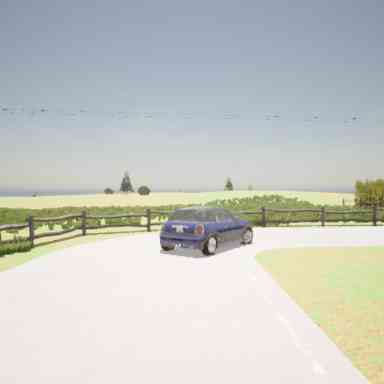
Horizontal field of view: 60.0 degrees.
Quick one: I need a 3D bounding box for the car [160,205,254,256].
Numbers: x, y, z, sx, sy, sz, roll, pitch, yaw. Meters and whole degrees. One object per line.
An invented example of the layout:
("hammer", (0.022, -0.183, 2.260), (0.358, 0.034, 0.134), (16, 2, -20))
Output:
("car", (0.740, 1.366, 13.535), (2.097, 1.767, 4.553), (0, 0, 34))
